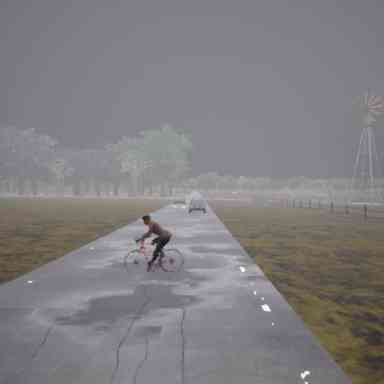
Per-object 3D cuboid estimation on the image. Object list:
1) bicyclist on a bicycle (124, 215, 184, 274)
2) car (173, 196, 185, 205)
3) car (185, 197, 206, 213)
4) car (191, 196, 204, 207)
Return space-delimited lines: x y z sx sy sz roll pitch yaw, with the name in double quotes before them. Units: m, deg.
"bicyclist on a bicycle" -1.062 1.451 9.100 1.656 1.620 0.582 -2 0 1
"car" -2.055 1.412 56.294 1.882 1.535 5.008 0 0 1
"car" 0.599 1.518 36.842 2.033 1.411 5.357 0 0 1
"car" 0.789 1.424 50.167 1.882 1.535 5.008 0 0 1
